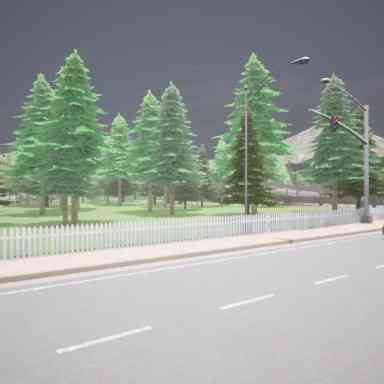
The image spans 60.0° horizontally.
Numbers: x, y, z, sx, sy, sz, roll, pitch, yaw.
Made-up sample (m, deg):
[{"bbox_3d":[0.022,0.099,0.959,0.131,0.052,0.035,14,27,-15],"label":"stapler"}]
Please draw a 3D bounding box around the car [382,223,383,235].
[{"bbox_3d":[11.127,1.491,16.161,4.902,1.511,2.128,0,0,-35],"label":"car"}]
